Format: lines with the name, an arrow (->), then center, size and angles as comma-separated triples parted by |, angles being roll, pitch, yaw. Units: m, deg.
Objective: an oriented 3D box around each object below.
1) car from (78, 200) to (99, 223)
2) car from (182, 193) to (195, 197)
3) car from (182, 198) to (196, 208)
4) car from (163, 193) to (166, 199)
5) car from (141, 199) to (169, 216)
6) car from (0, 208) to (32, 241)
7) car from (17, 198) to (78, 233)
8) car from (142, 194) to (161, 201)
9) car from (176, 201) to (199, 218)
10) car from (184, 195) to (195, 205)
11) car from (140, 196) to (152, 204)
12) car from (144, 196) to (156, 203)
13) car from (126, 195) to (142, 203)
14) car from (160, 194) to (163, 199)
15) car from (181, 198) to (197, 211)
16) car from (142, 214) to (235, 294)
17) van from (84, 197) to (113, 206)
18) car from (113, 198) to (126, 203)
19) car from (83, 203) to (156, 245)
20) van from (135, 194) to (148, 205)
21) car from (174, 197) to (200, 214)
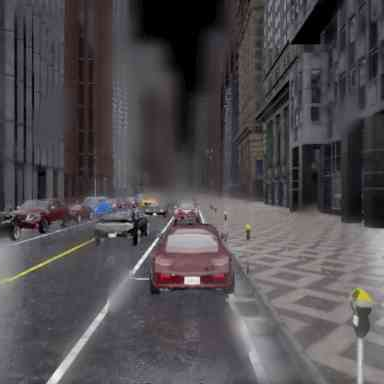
car -> -8.910, 1.544, 25.344 | 1.887, 1.381, 4.507 | 0, 0, 0
car -> -0.386, 1.313, 36.627 | 2.192, 1.841, 5.009 | 0, 0, 0
car -> -0.385, 1.564, 47.899 | 1.947, 1.339, 4.313 | 0, 0, 0
car -> -8.912, 1.323, 87.347 | 2.192, 1.841, 5.009 | 0, 0, 0
car -> -3.144, 1.599, 30.375 | 1.895, 1.301, 4.718 | 0, 0, 0
car -> -8.910, 1.565, 14.070 | 1.947, 1.339, 4.313 | 0, 0, 0
car -> -8.911, 1.314, 19.706 | 2.192, 1.841, 5.009 | 0, 0, 0
car -> -6.150, 1.477, 48.534 | 1.882, 1.535, 5.008 | 0, 0, 0
car -> -0.385, 1.564, 30.990 | 1.947, 1.339, 4.313 | 0, 0, 0
car -> -0.386, 1.439, 59.171 | 1.967, 1.590, 4.097 | 0, 0, 0
car -> -8.911, 1.525, 64.631 | 1.752, 1.417, 4.829 | 0, 0, 0
car -> -8.911, 1.552, 70.437 | 2.008, 1.369, 4.403 | 0, 0, 0
car -> -8.911, 1.439, 47.891 | 1.967, 1.590, 4.097 | 0, 0, 0
car -> -8.911, 1.446, 81.710 | 1.967, 1.590, 4.097 | 0, 0, 0
car -> -0.385, 1.543, 42.263 | 1.887, 1.381, 4.507 | 0, 0, 0
car -> 0.003, 1.525, 8.651 | 1.812, 1.442, 4.674 | 0, 0, 0
van -> -8.911, 1.340, 30.980 | 1.690, 1.788, 3.998 | 0, 0, 0
car -> -8.911, 1.439, 36.617 | 1.967, 1.590, 4.097 | 0, 0, 0
car -> -3.142, 1.492, 15.570 | 2.128, 1.511, 4.902 | 0, 0, 0
van -> -8.911, 1.340, 59.164 | 1.690, 1.788, 3.998 | 0, 0, 0
car -> -0.386, 1.439, 25.353 | 1.967, 1.590, 4.097 | 0, 0, 0
